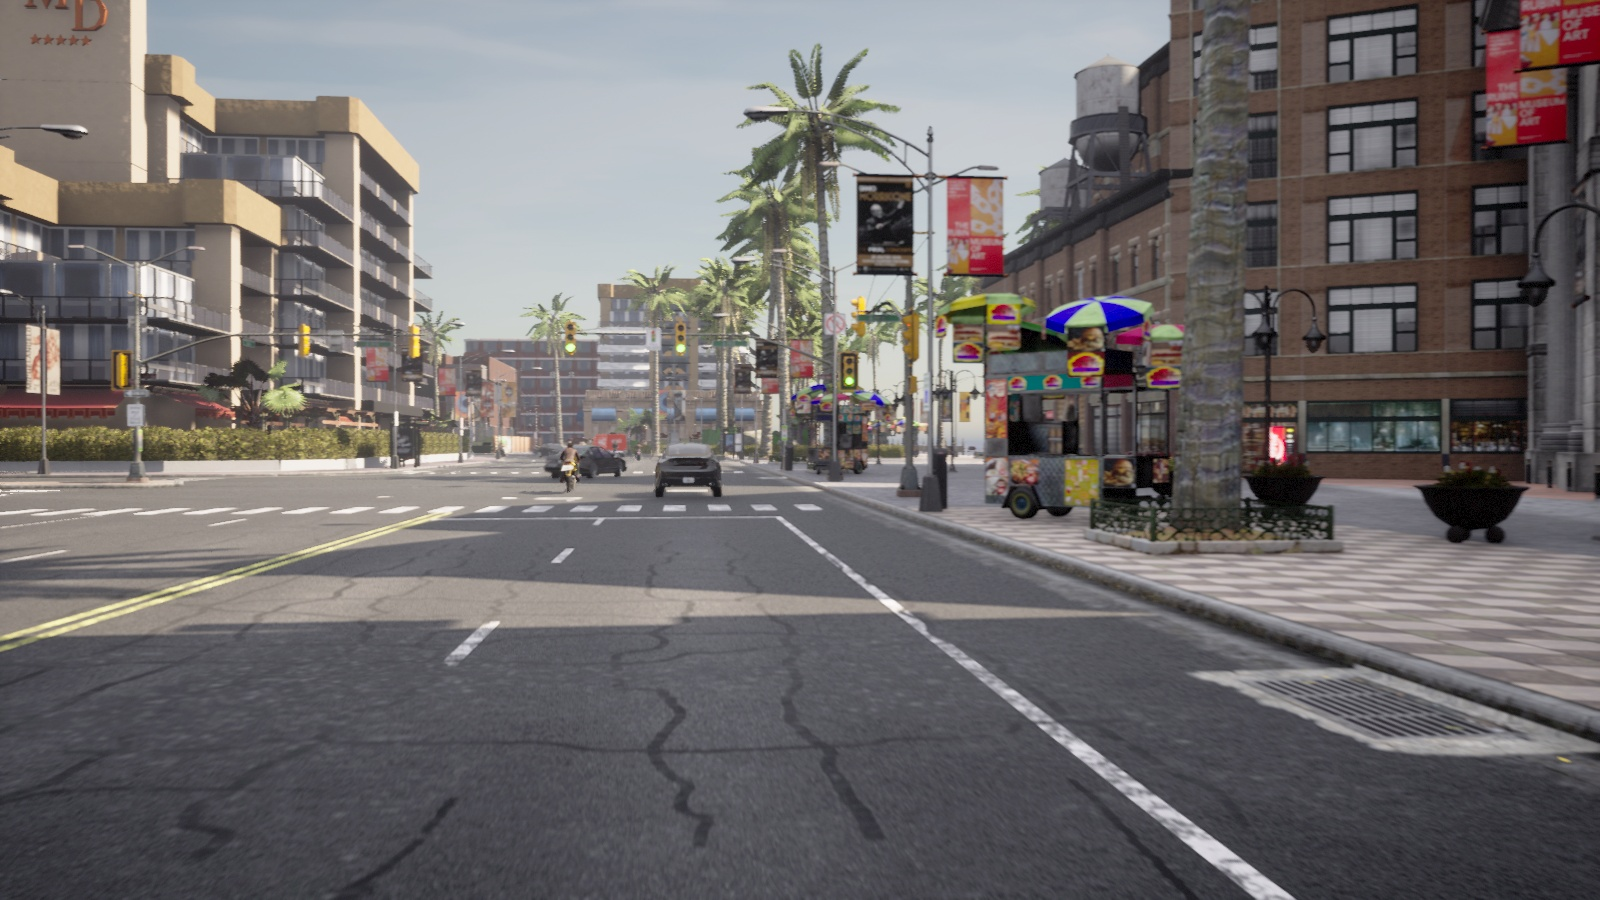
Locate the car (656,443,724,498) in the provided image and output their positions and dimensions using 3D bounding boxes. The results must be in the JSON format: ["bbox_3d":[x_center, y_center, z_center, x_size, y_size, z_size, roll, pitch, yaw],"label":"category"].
[{"bbox_3d":[-3.196,0.546,36.381,1.837,1.490,4.892,0,0,-5],"label":"car"}]

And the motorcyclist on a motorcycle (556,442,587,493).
[{"bbox_3d":[-6.931,0.514,38.131,0.797,1.523,2.044,0,0,-7],"label":"motorcyclist on a motorcycle"}]

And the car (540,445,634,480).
[{"bbox_3d":[-9.077,0.490,53.988,2.033,1.411,5.357,0,0,13],"label":"car"}]
